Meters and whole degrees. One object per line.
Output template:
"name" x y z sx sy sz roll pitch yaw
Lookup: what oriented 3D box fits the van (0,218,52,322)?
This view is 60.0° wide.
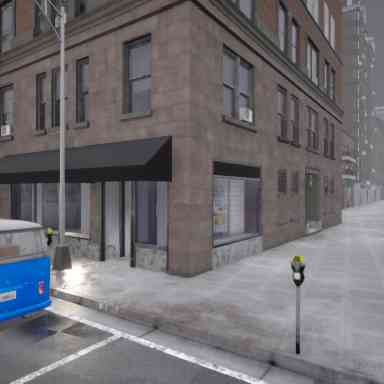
"van" -4.298 1.340 6.085 3.998 1.788 1.690 0 0 35
